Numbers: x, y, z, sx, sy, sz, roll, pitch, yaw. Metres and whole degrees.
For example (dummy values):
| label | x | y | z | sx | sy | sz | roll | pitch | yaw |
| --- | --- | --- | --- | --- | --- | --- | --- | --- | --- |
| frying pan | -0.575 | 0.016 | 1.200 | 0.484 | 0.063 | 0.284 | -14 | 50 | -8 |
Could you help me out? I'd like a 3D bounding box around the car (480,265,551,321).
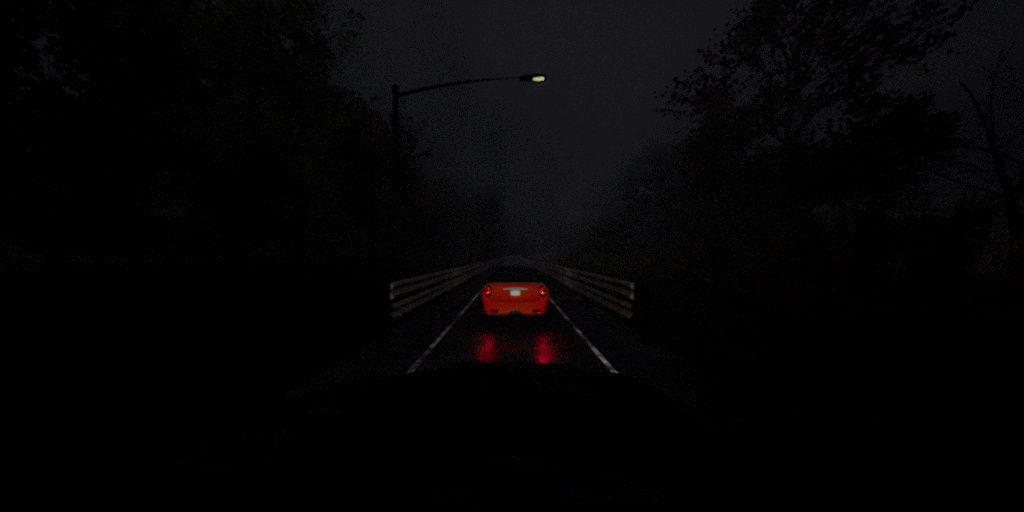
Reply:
| label | x | y | z | sx | sy | sz | roll | pitch | yaw |
| --- | --- | --- | --- | --- | --- | --- | --- | --- | --- |
| car | 0.099 | 1.083 | 12.442 | 2.097 | 1.767 | 4.553 | 0 | 0 | 0 |
